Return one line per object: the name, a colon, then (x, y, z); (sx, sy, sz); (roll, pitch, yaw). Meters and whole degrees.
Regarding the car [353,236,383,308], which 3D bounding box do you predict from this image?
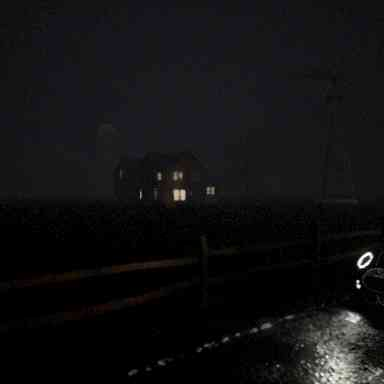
car: (5.349, 1.318, 6.924); (4.553, 1.767, 2.097); (0, 0, -36)
